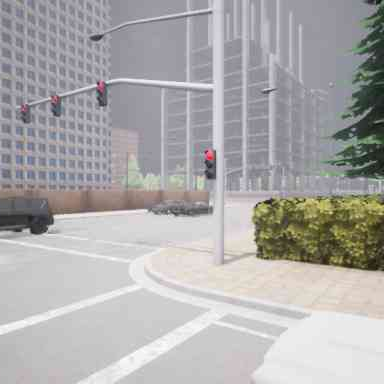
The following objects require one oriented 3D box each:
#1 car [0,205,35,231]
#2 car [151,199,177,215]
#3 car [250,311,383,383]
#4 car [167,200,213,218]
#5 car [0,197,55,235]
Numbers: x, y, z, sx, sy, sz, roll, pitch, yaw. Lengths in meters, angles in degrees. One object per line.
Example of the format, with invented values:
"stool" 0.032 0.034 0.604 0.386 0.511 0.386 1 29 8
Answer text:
"car" -12.463 1.580 19.700 2.033 1.411 5.357 0 0 35
"car" -2.118 1.544 34.208 1.837 1.490 4.892 0 0 36
"car" 2.714 1.602 2.031 4.718 1.301 1.895 0 0 36
"car" 0.143 1.643 31.353 1.895 1.301 4.718 0 0 36
"car" -9.729 1.253 16.856 2.150 2.045 5.566 0 -1 29
